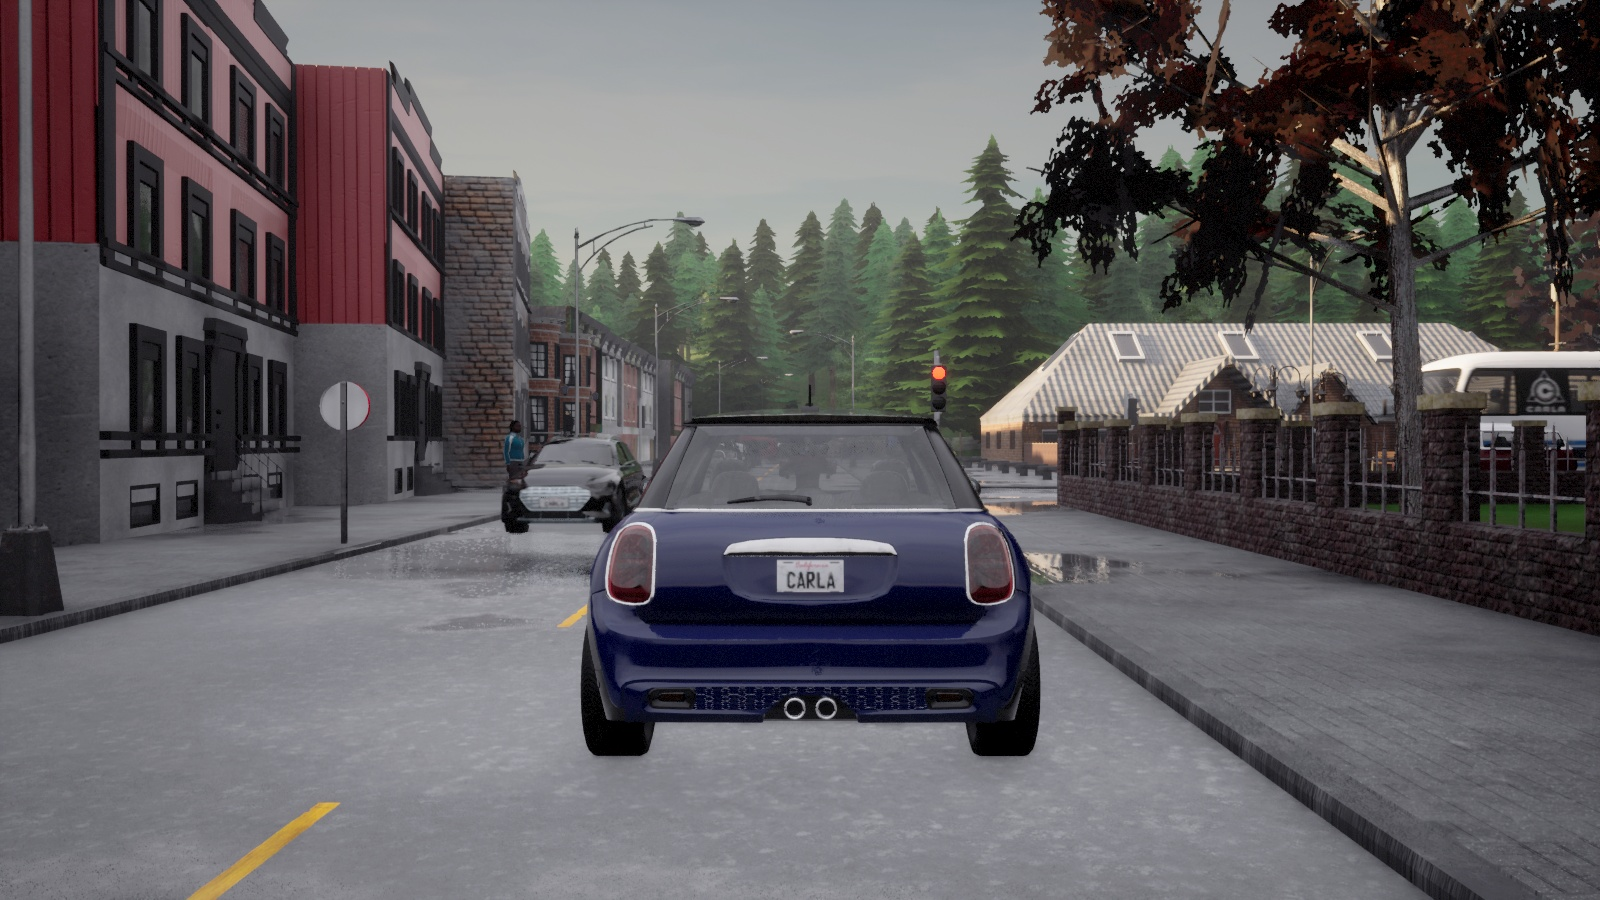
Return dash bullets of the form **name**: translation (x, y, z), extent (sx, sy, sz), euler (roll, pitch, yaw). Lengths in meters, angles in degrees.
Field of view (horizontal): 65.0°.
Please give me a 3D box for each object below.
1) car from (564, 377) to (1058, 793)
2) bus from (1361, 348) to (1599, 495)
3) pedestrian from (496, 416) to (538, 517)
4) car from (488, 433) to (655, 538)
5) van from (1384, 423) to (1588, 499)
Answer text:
- **car**: translation (0.057, 0.562, 7.614), extent (2.097, 1.767, 4.553), euler (0, 0, 0)
- **bus**: translation (23.197, -0.828, 38.438), extent (10.273, 4.253, 3.944), euler (0, 0, 0)
- **pedestrian**: translation (-5.528, 0.317, 24.528), extent (0.692, 1.930, 0.396), euler (0, 0, 27)
- **car**: translation (-3.879, 0.548, 22.200), extent (2.033, 1.649, 4.856), euler (0, 0, 0)
- **van**: translation (18.721, 0.291, 34.419), extent (4.480, 2.038, 2.069), euler (0, 0, -1)
